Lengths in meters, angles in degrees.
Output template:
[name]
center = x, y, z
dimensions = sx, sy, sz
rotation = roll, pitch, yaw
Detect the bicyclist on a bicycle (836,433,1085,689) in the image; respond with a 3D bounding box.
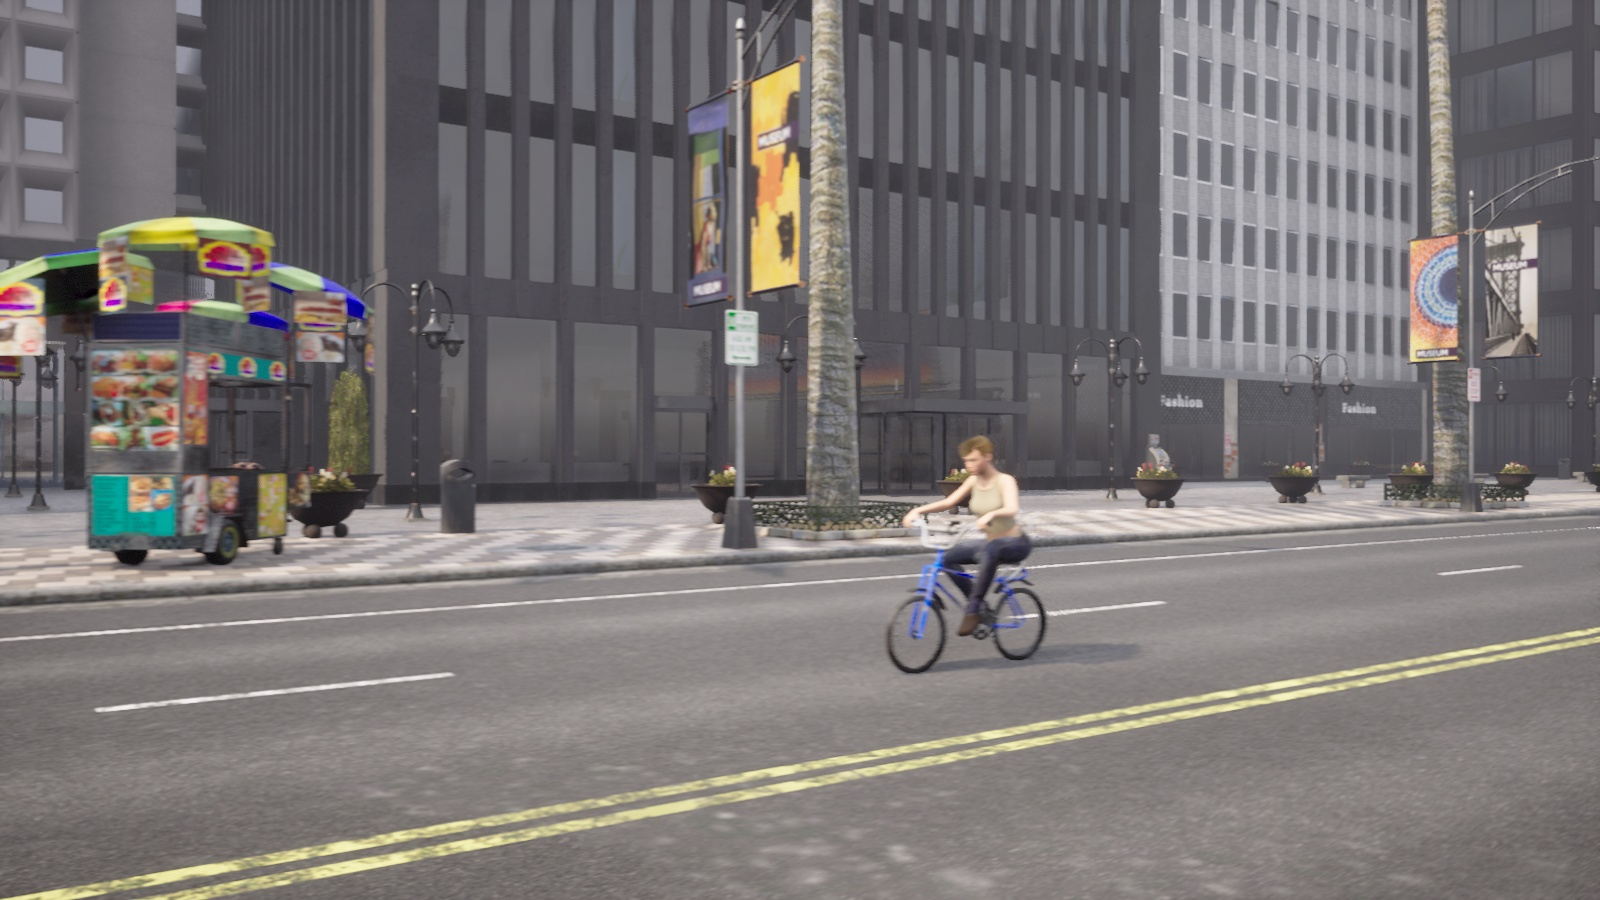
[bicyclist on a bicycle]
center = 1.119, 0.701, 8.700
dimensions = 1.509, 1.612, 0.866
rotation = 0, 0, -35
